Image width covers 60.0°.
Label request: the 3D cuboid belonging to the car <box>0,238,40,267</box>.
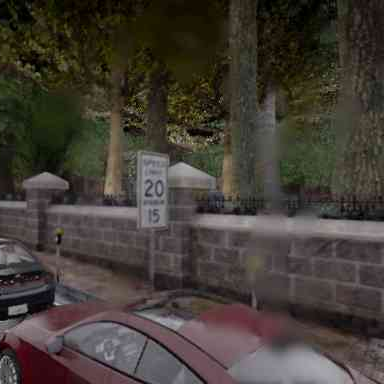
[{"bbox_3d":[-4.327,1.555,6.534,4.403,1.369,2.008,0,-2,40],"label":"car"}]

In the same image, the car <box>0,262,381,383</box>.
[{"bbox_3d":[-0.289,1.621,3.126,4.206,1.307,1.802,0,-2,40],"label":"car"}]
